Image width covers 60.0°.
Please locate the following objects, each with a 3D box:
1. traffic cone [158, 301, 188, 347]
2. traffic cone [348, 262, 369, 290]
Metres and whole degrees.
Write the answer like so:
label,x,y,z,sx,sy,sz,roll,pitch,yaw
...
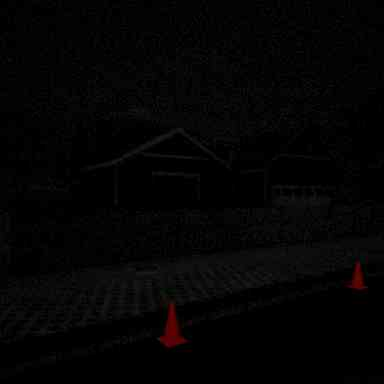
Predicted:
label,x,y,z,sx,sy,sz,roll,pitch,yaw
traffic cone,-0.289,1.948,5.023,0.340,0.580,0.340,0,0,-35
traffic cone,3.913,1.949,7.840,0.340,0.580,0.340,0,0,-33
